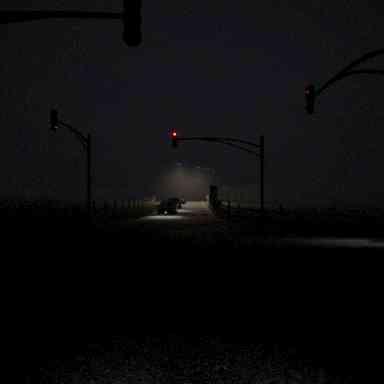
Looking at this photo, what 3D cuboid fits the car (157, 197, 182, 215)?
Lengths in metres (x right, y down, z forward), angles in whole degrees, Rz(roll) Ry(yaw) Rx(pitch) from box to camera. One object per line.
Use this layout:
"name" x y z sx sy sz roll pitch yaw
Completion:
"car" -2.465 1.553 34.216 2.033 1.411 5.357 0 0 0

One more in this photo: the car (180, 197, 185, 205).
"car" -2.326 1.513 44.262 1.837 1.490 4.892 0 0 1

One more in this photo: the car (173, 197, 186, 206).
"car" -2.144 1.561 57.407 2.033 1.411 5.357 0 0 1
